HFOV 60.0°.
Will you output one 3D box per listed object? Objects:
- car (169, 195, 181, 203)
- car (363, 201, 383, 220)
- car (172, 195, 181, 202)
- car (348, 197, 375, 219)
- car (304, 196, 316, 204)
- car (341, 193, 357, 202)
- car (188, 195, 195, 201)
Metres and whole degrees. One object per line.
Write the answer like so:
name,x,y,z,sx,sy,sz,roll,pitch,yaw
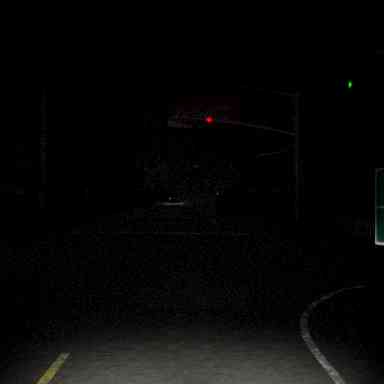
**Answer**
car,-3.598,1.352,68.605,2.097,1.767,4.553,0,0,0
car,18.631,1.672,30.680,4.611,1.667,2.242,0,0,0
car,-3.603,1.540,78.927,2.033,1.411,5.357,0,0,0
car,14.316,1.505,25.001,3.866,1.878,1.905,0,0,0
car,22.368,1.552,64.085,1.970,1.475,3.806,0,0,0
car,34.755,1.489,71.902,2.007,1.523,4.514,0,0,0
car,-0.113,1.552,86.348,1.994,1.385,4.181,0,0,0
